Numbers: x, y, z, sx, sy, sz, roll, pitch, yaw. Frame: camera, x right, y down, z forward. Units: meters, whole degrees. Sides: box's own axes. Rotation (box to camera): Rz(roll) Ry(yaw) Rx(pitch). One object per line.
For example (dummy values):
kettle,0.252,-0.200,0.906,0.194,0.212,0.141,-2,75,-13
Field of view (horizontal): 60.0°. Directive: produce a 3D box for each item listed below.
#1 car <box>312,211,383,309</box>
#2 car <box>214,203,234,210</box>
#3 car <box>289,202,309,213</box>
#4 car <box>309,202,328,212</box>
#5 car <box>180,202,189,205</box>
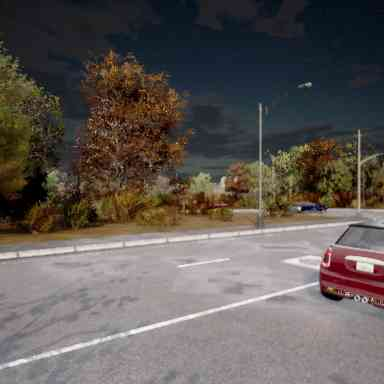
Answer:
car,4.810,1.359,7.120,4.553,1.767,2.097,0,0,-35
car,5.191,2.650,57.022,1.882,1.535,5.008,0,-3,-32
car,11.230,1.847,40.673,2.128,1.511,4.902,0,-2,-32
car,14.599,1.941,41.882,1.895,1.301,4.718,0,-2,-32
car,-1.869,2.790,61.791,2.150,2.045,5.566,0,-3,-31
